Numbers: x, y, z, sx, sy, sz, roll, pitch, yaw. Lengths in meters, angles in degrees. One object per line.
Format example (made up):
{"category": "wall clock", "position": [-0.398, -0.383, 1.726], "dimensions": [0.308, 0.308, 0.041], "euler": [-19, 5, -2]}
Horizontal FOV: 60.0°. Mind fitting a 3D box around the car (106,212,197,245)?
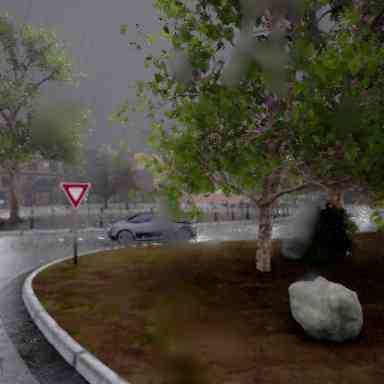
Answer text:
{"category": "car", "position": [-1.887, 1.631, 15.727], "dimensions": [4.181, 1.385, 1.994], "euler": [0, 0, -19]}
